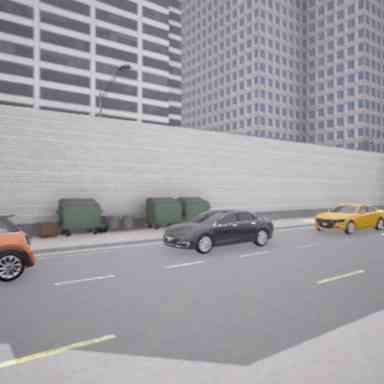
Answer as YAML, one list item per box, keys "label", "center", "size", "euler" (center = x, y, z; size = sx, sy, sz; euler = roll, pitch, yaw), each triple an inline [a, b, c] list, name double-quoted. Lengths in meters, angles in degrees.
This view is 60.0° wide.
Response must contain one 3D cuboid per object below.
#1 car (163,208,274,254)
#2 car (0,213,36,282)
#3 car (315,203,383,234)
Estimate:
- label: "car"
  center: [1.184, 1.454, 13.326]
  size: [4.892, 1.490, 1.837]
  euler: [0, 0, -35]
- label: "car"
  center: [-6.379, 1.321, 8.066]
  size: [4.553, 1.767, 2.097]
  euler: [0, 0, -35]
- label: "car"
  center: [8.956, 1.405, 18.724]
  size: [5.008, 1.535, 1.882]
  euler: [0, 0, -35]
